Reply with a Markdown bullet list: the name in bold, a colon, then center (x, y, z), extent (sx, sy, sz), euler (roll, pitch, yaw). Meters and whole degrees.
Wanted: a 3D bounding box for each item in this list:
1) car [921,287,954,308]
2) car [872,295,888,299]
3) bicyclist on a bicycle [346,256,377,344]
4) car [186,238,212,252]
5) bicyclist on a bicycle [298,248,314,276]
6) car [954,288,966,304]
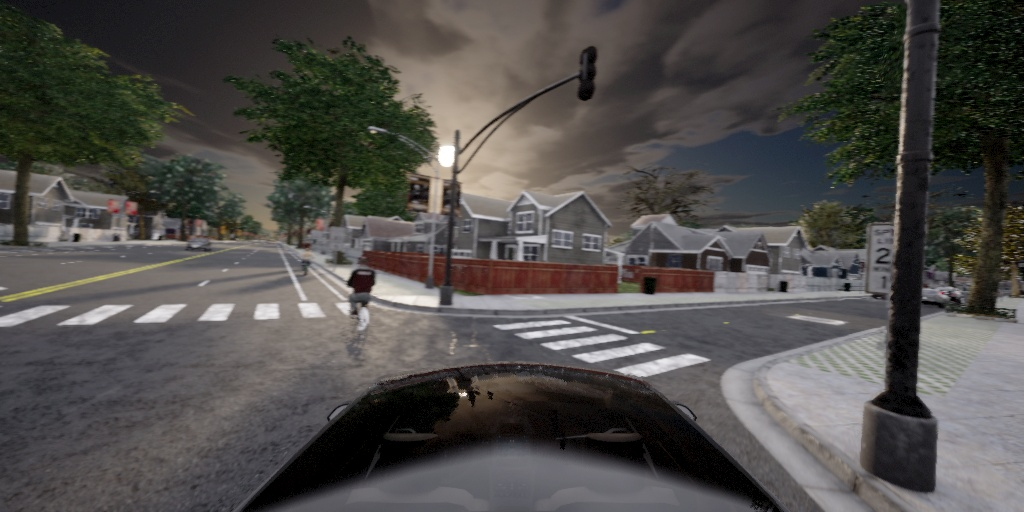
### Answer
- **car**: center (33.079, 3.274, 28.506), extent (4.181, 1.385, 1.994), euler (4, 0, -34)
- **car**: center (35.690, 3.448, 33.707), extent (4.181, 1.385, 1.994), euler (4, 0, -35)
- **bicyclist on a bicycle**: center (-3.295, 0.887, 7.739), extent (0.659, 1.776, 1.843), euler (4, 0, -34)
- **car**: center (-35.884, -1.324, 41.211), extent (2.128, 1.511, 4.902), euler (4, 0, -34)
- **bicyclist on a bicycle**: center (-12.159, 0.334, 21.195), extent (0.866, 1.612, 1.509), euler (4, 0, -34)
- **car**: center (42.166, 3.790, 34.813), extent (4.892, 1.490, 1.837), euler (3, 0, -34)
